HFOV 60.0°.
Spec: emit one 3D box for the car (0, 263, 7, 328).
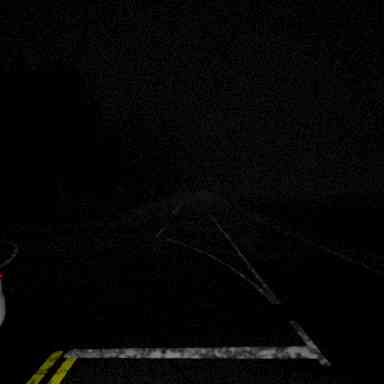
[{"bbox_3d":[-3.502,1.244,2.098,2.150,2.045,5.566,0,0,0],"label":"car"}]
